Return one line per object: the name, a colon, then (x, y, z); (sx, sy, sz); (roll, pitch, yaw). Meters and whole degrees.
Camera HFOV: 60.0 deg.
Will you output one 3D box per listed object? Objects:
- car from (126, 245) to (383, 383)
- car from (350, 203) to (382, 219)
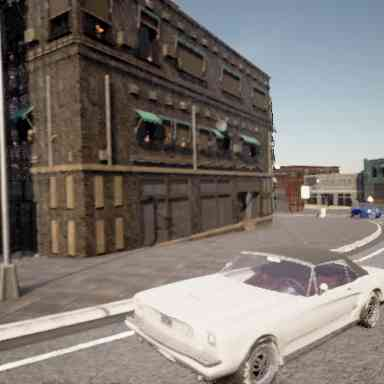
car: (1.391, 1.622, 5.354); (4.718, 1.301, 1.895); (0, 0, -40)
car: (22.108, 2.403, 42.548); (2.150, 2.045, 5.566); (-1, -3, 8)
